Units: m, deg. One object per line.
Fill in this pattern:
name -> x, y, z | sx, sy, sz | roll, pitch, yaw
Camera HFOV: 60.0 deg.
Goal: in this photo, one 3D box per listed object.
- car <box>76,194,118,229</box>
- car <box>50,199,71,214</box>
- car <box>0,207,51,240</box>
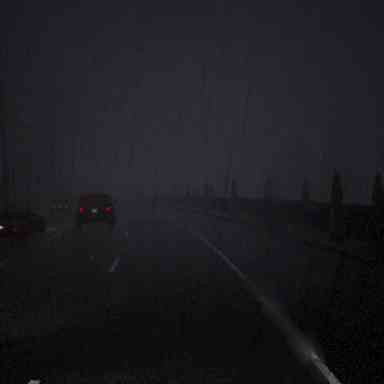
car -> -5.920, 1.122, 20.865 | 2.150, 2.045, 5.566 | 0, 0, -12
car -> -13.485, 1.427, 34.093 | 2.033, 1.411, 5.357 | 0, 0, -21
car -> -8.630, 1.498, 16.359 | 1.994, 1.385, 4.181 | 0, 0, -10
